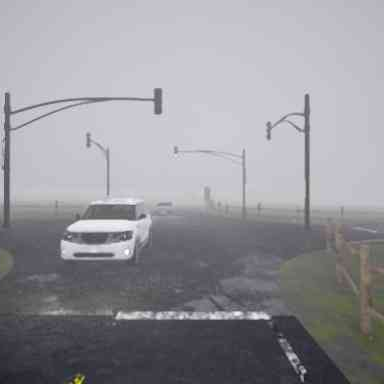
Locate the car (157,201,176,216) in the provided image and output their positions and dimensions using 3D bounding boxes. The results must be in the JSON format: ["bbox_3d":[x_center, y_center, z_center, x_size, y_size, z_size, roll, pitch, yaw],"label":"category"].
[{"bbox_3d":[-2.757,1.664,34.231,1.812,1.442,4.674,0,1,0],"label":"car"}]

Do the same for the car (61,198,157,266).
[{"bbox_3d":[-2.741,1.269,12.020,2.150,2.045,5.566,0,0,0],"label":"car"}]
